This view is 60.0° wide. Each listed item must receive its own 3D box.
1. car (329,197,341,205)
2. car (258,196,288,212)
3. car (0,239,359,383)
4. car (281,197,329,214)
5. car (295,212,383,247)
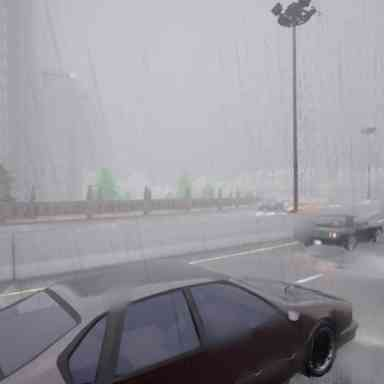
[{"bbox_3d":[27.271,1.659,63.800,2.128,1.511,4.902,-1,0,14],"label":"car"},{"bbox_3d":[9.610,1.424,40.276,2.097,1.767,4.553,0,0,31],"label":"car"},{"bbox_3d":[-0.279,1.553,3.714,5.357,1.411,2.033,0,0,-37],"label":"car"},{"bbox_3d":[9.701,1.490,28.327,1.882,1.535,5.008,0,0,38],"label":"car"},{"bbox_3d":[6.318,1.586,13.935,4.718,1.301,1.895,0,0,-43],"label":"car"}]
